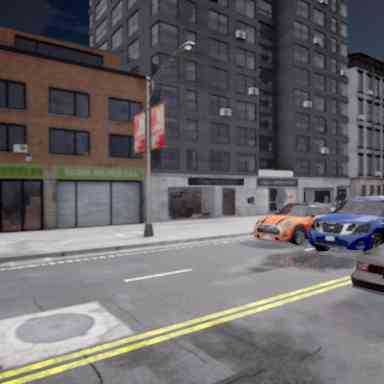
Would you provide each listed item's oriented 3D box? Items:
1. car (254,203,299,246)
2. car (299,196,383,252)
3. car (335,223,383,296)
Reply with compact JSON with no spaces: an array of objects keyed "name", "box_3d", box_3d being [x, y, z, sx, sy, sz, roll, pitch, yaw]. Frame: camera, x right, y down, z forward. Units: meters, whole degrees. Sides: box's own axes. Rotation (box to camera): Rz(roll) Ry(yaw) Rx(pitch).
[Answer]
[{"name":"car","box_3d":[4.954,1.297,15.193,4.553,1.767,2.097,0,0,-35]},{"name":"car","box_3d":[6.764,1.168,12.494,5.566,2.045,2.150,0,0,-35]},{"name":"car","box_3d":[5.745,1.509,7.532,5.357,1.411,2.033,0,0,-35]}]
